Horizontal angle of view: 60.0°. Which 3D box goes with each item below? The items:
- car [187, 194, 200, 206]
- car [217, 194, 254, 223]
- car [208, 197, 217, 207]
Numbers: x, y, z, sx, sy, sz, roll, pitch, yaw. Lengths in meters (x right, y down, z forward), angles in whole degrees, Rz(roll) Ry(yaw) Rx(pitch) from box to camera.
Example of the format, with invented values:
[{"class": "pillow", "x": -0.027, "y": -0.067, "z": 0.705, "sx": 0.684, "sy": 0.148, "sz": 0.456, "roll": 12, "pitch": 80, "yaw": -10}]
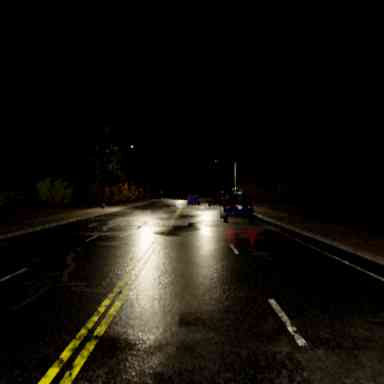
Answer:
[{"class": "car", "x": 0.239, "y": 1.452, "z": 52.614, "sx": 1.882, "sy": 1.535, "sz": 5.008, "roll": 0, "pitch": 0, "yaw": 0}, {"class": "car", "x": 3.350, "y": 1.193, "z": 25.650, "sx": 2.150, "sy": 2.045, "sz": 5.566, "roll": 0, "pitch": 0, "yaw": 1}, {"class": "car", "x": 3.377, "y": 1.488, "z": 49.416, "sx": 1.837, "sy": 1.490, "sz": 4.892, "roll": 0, "pitch": 0, "yaw": 0}]
